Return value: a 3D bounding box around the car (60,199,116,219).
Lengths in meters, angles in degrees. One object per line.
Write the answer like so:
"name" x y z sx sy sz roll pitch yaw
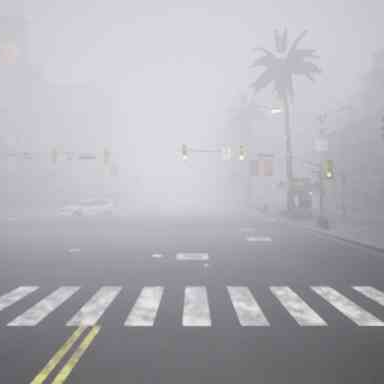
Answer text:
"car" -10.630 1.770 34.383 5.566 2.045 2.150 -1 1 -43

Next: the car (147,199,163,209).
"car" -6.964 2.323 60.646 2.033 1.411 5.357 0 0 0

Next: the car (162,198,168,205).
"car" -7.168 2.428 84.486 2.097 1.767 4.553 0 -1 -4
